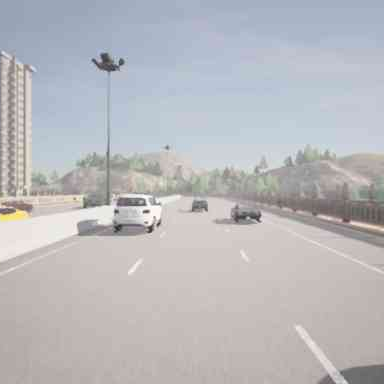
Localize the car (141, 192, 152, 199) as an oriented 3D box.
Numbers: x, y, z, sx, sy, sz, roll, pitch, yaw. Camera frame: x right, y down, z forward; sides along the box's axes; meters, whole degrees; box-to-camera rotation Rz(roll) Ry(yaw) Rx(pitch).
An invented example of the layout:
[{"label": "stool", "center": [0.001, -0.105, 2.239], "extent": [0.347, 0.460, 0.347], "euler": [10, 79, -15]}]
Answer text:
[{"label": "car", "center": [-11.777, 1.005, 86.759], "extent": [2.097, 1.767, 4.553], "euler": [0, 0, 2]}]

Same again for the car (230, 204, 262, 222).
[{"label": "car", "center": [4.062, 1.561, 25.782], "extent": [1.895, 1.301, 4.718], "euler": [0, 0, 2]}]

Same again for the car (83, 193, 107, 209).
[{"label": "car", "center": [-13.047, 1.155, 45.507], "extent": [2.150, 2.045, 5.566], "euler": [0, 0, 2]}]

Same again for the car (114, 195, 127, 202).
[{"label": "car", "center": [-15.681, 1.421, 72.894], "extent": [1.812, 1.442, 4.674], "euler": [0, 0, 2]}]

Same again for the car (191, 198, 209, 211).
[{"label": "car", "center": [0.955, 1.431, 39.443], "extent": [2.128, 1.511, 4.902], "euler": [0, 0, 2]}]

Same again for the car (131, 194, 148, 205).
[{"label": "car", "center": [-9.145, 1.263, 58.255], "extent": [2.097, 1.767, 4.553], "euler": [0, 0, 2]}]

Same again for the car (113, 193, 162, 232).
[{"label": "car", "center": [-3.106, 1.191, 19.853], "extent": [2.150, 2.045, 5.566], "euler": [0, 0, 2]}]

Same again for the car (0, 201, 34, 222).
[{"label": "car", "center": [-10.386, 1.452, 17.034], "extent": [1.882, 1.535, 5.008], "euler": [0, 0, 1]}]
